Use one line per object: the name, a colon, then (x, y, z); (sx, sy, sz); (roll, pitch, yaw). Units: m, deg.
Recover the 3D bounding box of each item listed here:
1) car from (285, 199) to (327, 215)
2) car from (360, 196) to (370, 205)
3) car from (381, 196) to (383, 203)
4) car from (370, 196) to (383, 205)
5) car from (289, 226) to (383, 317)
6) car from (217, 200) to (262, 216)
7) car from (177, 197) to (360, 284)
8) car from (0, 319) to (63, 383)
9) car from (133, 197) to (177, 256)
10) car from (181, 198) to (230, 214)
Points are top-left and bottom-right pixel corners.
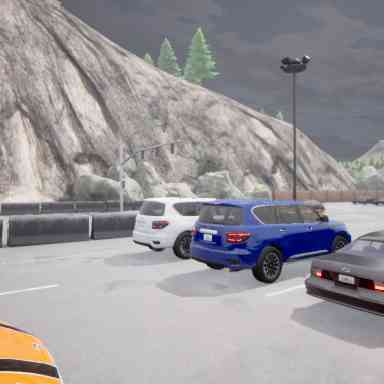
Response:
car: (11.750, 1.470, 34.177); (4.674, 1.442, 1.812); (0, 0, -36)
car: (28.732, 1.374, 55.215); (5.357, 1.411, 2.033); (0, 0, -36)
car: (36.871, 1.377, 61.078); (4.718, 1.301, 1.895); (0, 0, -36)
car: (30.777, 1.374, 52.393); (5.357, 1.411, 2.033); (0, 0, -36)
car: (4.702, 1.547, 7.191); (5.357, 1.411, 2.033); (0, 0, -36)
car: (4.811, 1.533, 33.461); (4.181, 1.385, 1.994); (0, 0, -36)
car: (2.511, 1.221, 9.897); (5.566, 2.045, 2.150); (0, 0, -38)
car: (-2.975, 1.350, 1.618); (4.553, 1.767, 2.097); (0, 0, -36)
car: (0.484, 1.221, 12.773); (5.566, 2.045, 2.150); (0, 0, -36)
car: (1.468, 1.469, 35.355); (4.902, 1.511, 2.128); (0, 0, -36)
